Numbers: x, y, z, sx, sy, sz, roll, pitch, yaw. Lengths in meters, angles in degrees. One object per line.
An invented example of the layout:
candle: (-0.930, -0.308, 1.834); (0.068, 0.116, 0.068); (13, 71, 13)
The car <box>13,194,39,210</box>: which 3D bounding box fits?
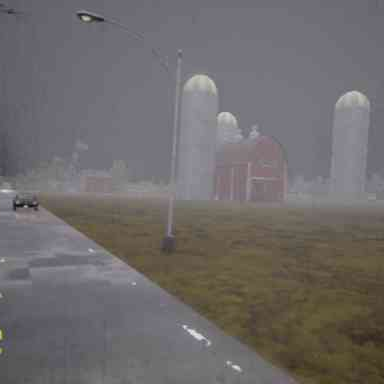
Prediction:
car: (-14.554, 0.851, 28.989); (1.895, 1.301, 4.718); (3, 0, -29)
